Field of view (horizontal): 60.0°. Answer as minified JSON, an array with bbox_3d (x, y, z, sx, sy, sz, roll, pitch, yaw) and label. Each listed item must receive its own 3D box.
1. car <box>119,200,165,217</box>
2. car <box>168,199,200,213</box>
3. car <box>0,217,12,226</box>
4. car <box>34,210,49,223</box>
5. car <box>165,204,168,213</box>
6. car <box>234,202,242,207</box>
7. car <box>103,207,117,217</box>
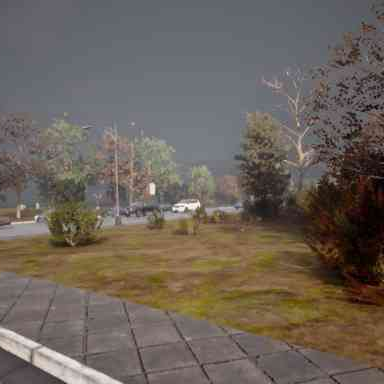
[{"bbox_3d":[-6.468,2.128,43.213,2.150,2.045,5.566,-3,-2,32],"label":"car"},{"bbox_3d":[-0.787,2.197,52.165,2.150,2.045,5.566,-3,-2,33],"label":"car"},{"bbox_3d":[-17.333,2.391,26.337,2.033,1.411,5.357,-3,-2,34],"label":"car"},{"bbox_3d":[-14.853,2.510,36.486,2.128,1.511,4.902,-3,-2,33],"label":"car"},{"bbox_3d":[-4.571,2.612,52.713,2.128,1.511,4.902,-3,-2,32],"label":"car"},{"bbox_3d":[9.582,2.480,61.678,2.033,1.411,5.357,-3,-2,33],"label":"car"},{"bbox_3d":[-10.038,2.619,44.082,1.994,1.385,4.181,-3,-2,32],"label":"car"}]
